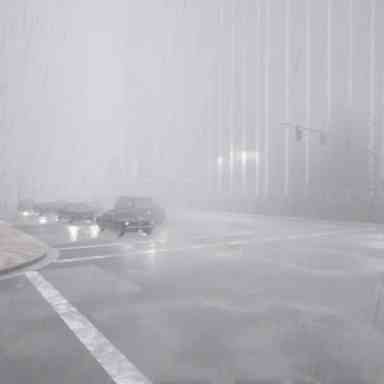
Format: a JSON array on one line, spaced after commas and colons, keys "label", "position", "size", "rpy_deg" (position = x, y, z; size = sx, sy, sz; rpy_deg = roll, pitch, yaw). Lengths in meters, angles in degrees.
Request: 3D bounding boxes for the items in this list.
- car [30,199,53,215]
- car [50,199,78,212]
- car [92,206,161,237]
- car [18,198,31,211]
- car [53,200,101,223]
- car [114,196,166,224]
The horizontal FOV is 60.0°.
[{"label": "car", "position": [-15.239, 1.695, 34.839], "size": [1.895, 1.301, 4.718], "rpy_deg": [1, 0, -36]}, {"label": "car", "position": [-16.320, 1.684, 42.340], "size": [2.033, 1.411, 5.357], "rpy_deg": [1, 0, -36]}, {"label": "car", "position": [-3.872, 1.695, 19.006], "size": [1.895, 1.301, 4.718], "rpy_deg": [1, 0, -34]}, {"label": "car", "position": [-21.317, 1.587, 43.319], "size": [2.128, 1.511, 4.902], "rpy_deg": [1, 0, -35]}, {"label": "car", "position": [-9.325, 1.572, 26.648], "size": [1.882, 1.535, 5.008], "rpy_deg": [1, 0, -36]}, {"label": "car", "position": [-4.114, 1.358, 25.421], "size": [2.150, 2.045, 5.566], "rpy_deg": [1, 0, -35]}]
